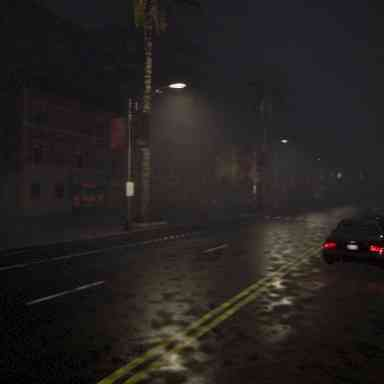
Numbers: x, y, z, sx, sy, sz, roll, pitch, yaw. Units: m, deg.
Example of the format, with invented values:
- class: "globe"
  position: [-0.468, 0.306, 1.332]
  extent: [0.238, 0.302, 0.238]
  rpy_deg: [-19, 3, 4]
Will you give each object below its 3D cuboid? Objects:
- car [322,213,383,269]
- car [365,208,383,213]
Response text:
- class: "car"
  position: [5.962, 1.673, 11.766]
  extent: [2.033, 1.411, 5.357]
  rpy_deg: [0, 0, 32]
- class: "car"
  position: [14.165, 1.886, 25.198]
  extent: [1.895, 1.301, 4.718]
  rpy_deg: [0, 0, 32]
